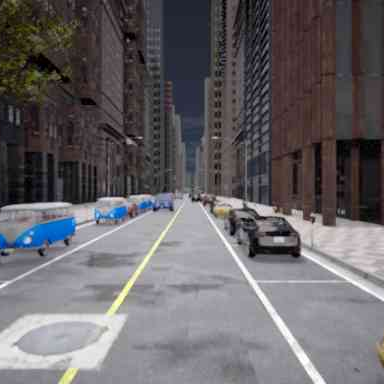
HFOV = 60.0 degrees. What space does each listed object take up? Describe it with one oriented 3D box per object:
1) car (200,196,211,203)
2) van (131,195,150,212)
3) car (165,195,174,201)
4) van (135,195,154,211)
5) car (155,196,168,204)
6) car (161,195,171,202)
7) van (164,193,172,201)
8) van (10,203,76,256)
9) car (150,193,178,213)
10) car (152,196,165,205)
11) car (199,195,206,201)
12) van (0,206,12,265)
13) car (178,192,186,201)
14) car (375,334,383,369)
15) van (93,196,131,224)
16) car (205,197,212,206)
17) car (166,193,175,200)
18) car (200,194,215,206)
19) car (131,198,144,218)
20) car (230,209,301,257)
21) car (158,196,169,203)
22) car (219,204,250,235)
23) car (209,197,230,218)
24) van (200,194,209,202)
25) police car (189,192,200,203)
[{"bbox_3d":[2.750,1.462,68.791,2.008,1.369,4.403,0,0,0],"label":"car"},{"bbox_3d":[-5.768,1.287,35.068,1.690,1.788,3.998,0,0,0],"label":"van"},{"bbox_3d":[-5.778,1.450,85.634,2.008,1.369,4.403,0,0,0],"label":"car"},{"bbox_3d":[-5.769,1.280,40.687,1.690,1.788,3.998,0,0,0],"label":"van"},{"bbox_3d":[-5.774,1.466,63.166,2.008,1.369,4.403,0,0,0],"label":"car"},{"bbox_3d":[-5.776,1.452,74.397,1.887,1.381,4.507,0,0,0],"label":"car"},{"bbox_3d":[-5.777,1.244,80.016,1.690,1.788,3.998,0,0,0],"label":"van"},{"bbox_3d":[-5.764,1.320,12.595,1.690,1.788,3.998,0,0,0],"label":"van"},{"bbox_3d":[-3.104,1.162,37.228,2.150,2.045,5.566,0,0,0],"label":"car"},{"bbox_3d":[-5.773,1.446,57.372,1.752,1.417,4.829,0,0,0],"label":"car"},{"bbox_3d":[2.747,1.425,85.818,1.752,1.417,4.829,0,0,0],"label":"car"},{"bbox_3d":[-5.763,1.329,6.976,1.690,1.788,3.998,0,0,0],"label":"van"},{"bbox_3d":[-3.014,1.112,77.306,2.097,1.767,4.553,0,0,0],"label":"car"},{"bbox_3d":[2.763,1.523,1.536,1.752,1.417,4.829,0,0,0],"label":"car"},{"bbox_3d":[-5.766,1.303,23.832,1.690,1.788,3.998,0,0,0],"label":"van"},{"bbox_3d":[2.757,1.512,35.079,1.947,1.339,4.313,0,0,0],"label":"car"},{"bbox_3d":[-5.779,1.211,91.252,2.192,1.841,5.009,0,0,0],"label":"car"},{"bbox_3d":[2.753,1.241,51.935,2.192,1.841,5.009,0,0,0],"label":"car"},{"bbox_3d":[-5.767,1.498,29.450,1.887,1.381,4.507,0,0,0],"label":"car"},{"bbox_3d":[2.761,1.545,12.604,1.947,1.339,4.313,0,0,0],"label":"car"},{"bbox_3d":[-5.775,1.456,68.779,1.887,1.381,4.507,0,0,0],"label":"car"},{"bbox_3d":[2.760,1.536,18.222,1.947,1.339,4.313,0,0,0],"label":"car"},{"bbox_3d":[2.758,1.479,29.630,1.752,1.417,4.829,0,0,0],"label":"car"},{"bbox_3d":[2.749,1.248,74.410,1.690,1.788,3.998,0,0,0],"label":"van"},{"bbox_3d":[0.888,1.338,67.268,1.930,1.638,5.238,0,0,0],"label":"police car"}]
